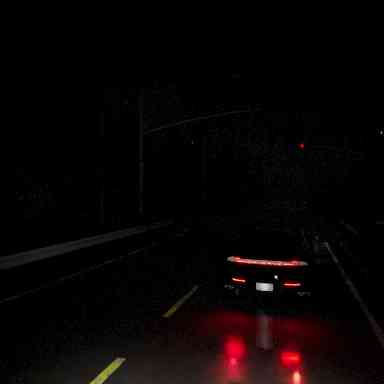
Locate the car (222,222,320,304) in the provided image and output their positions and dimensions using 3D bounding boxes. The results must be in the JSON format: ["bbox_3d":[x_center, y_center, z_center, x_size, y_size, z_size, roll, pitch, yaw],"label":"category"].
[{"bbox_3d":[2.070,1.491,8.270,2.128,1.511,4.902,0,0,18],"label":"car"}]
